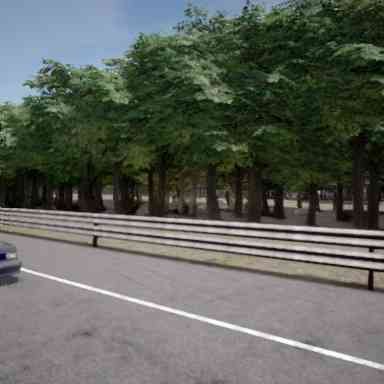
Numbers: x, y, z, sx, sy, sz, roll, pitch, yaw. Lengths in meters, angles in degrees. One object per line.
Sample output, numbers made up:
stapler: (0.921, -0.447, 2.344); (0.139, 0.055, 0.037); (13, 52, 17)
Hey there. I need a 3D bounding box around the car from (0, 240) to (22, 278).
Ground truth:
car: (-6.628, 1.552, 8.899); (5.357, 1.411, 2.033); (0, 0, 37)
